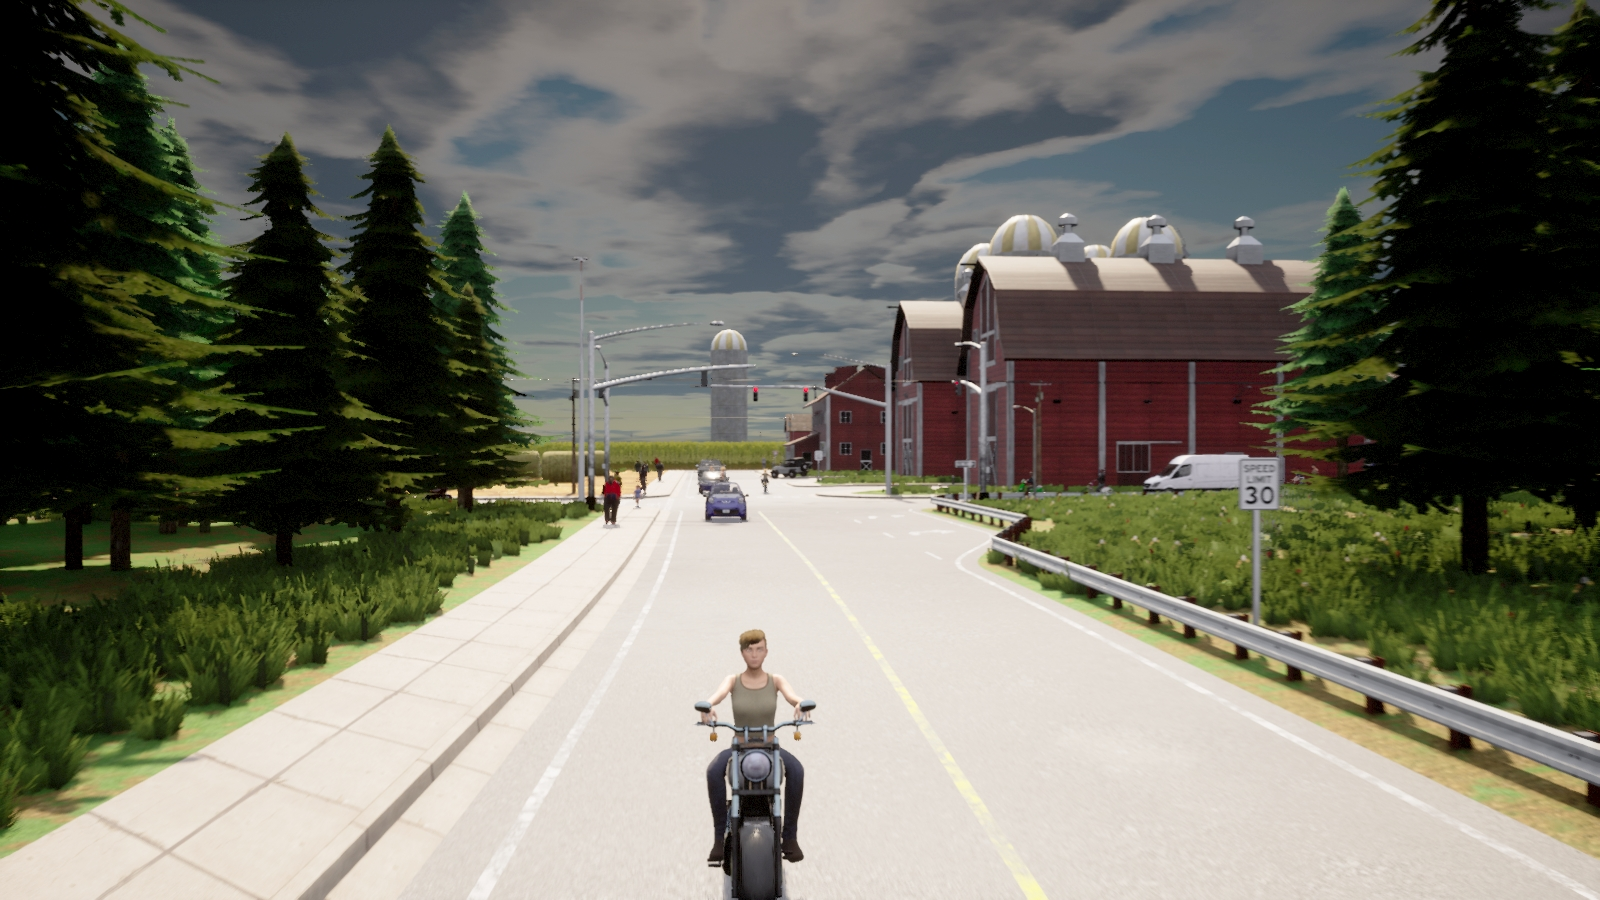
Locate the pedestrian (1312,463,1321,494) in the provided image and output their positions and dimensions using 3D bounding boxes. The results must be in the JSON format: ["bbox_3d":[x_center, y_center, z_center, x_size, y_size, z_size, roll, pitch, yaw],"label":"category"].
[{"bbox_3d":[31.122,1.697,68.878,0.375,1.860,0.375,0,0,-5],"label":"pedestrian"}]

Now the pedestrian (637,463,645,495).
[{"bbox_3d":[-9.324,1.689,67.080,0.375,1.860,0.375,0,0,12],"label":"pedestrian"}]

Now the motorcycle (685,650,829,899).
[{"bbox_3d":[-0.286,2.129,7.212,0.764,1.307,2.356,0,0,-3],"label":"motorcycle"}]

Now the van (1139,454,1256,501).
[{"bbox_3d":[22.369,1.537,64.456,5.915,2.561,1.988,0,0,-4],"label":"van"}]

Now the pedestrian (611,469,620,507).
[{"bbox_3d":[-8.982,1.854,55.693,0.375,1.860,0.375,0,0,2],"label":"pedestrian"}]

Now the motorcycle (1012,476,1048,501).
[{"bbox_3d":[12.847,2.147,63.767,1.805,1.316,0.856,0,0,-4],"label":"motorcycle"}]

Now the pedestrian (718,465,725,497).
[{"bbox_3d":[-4.611,1.836,67.033,0.375,1.860,0.375,0,0,-1],"label":"pedestrian"}]

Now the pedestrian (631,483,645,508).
[{"bbox_3d":[-7.374,2.059,52.007,0.500,1.100,0.500,0,0,12],"label":"pedestrian"}]

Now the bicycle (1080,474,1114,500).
[{"bbox_3d":[16.648,2.064,64.060,1.835,1.471,0.329,0,0,-4],"label":"bicycle"}]

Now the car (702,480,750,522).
[{"bbox_3d":[-2.977,2.018,45.954,1.845,1.501,3.633,0,0,-4],"label":"car"}]

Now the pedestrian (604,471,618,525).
[{"bbox_3d":[-6.599,1.677,39.936,0.375,1.860,0.375,0,0,7],"label":"pedestrian"}]

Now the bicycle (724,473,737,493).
[{"bbox_3d":[-4.525,2.142,74.379,0.859,1.276,1.487,0,0,-4],"label":"bicycle"}]

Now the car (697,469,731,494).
[{"bbox_3d":[-5.624,2.048,74.526,2.163,1.488,4.792,0,0,-5],"label":"car"}]
